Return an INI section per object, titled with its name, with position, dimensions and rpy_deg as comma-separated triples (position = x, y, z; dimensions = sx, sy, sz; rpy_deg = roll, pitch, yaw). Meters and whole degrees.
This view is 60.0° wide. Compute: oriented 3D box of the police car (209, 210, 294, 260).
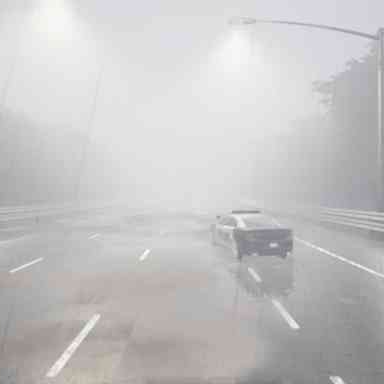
[police car]
position = 2.057, 1.538, 13.170
dimensions = 1.930, 1.638, 5.238
rpy_deg = 0, -1, -12
